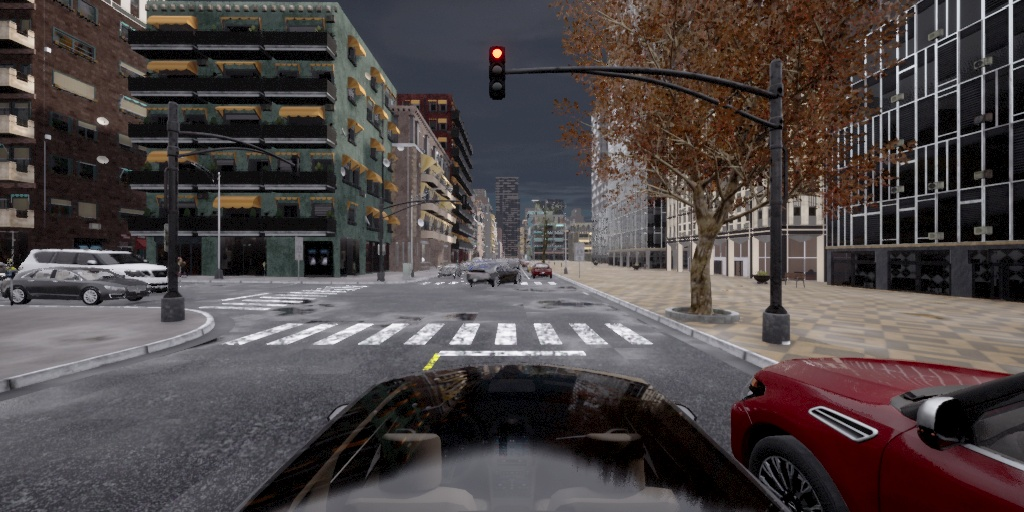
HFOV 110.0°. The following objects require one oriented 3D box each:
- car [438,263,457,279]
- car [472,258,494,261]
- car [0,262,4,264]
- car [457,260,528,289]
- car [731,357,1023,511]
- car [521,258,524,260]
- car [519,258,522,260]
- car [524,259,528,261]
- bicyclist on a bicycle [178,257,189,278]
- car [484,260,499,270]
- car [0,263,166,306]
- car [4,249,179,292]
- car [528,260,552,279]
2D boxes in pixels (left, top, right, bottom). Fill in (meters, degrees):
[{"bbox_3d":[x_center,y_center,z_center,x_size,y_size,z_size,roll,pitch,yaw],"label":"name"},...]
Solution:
[{"bbox_3d":[-5.694,1.313,33.044,2.007,1.370,4.403,0,0,0],"label":"car"},{"bbox_3d":[-3.097,1.241,34.332,1.882,1.535,5.008,0,0,0],"label":"car"},{"bbox_3d":[-33.191,0.869,21.835,4.403,1.370,2.007,0,0,-1],"label":"car"},{"bbox_3d":[-1.102,1.247,23.542,2.128,1.511,4.902,1,0,27],"label":"car"},{"bbox_3d":[2.692,1.065,0.658,2.192,1.841,5.009,0,0,0],"label":"car"},{"bbox_3d":[2.682,1.375,60.708,1.802,1.307,4.207,0,0,0],"label":"car"},{"bbox_3d":[0.092,1.382,51.187,1.895,1.301,4.718,0,0,0],"label":"car"},{"bbox_3d":[2.685,1.298,44.280,1.751,1.417,4.829,0,0,0],"label":"car"},{"bbox_3d":[-23.172,0.761,24.886,0.582,1.620,1.656,1,0,-1],"label":"bicyclist on a bicycle"},{"bbox_3d":[-3.090,1.333,54.693,2.033,1.411,5.357,0,0,0],"label":"car"},{"bbox_3d":[-16.436,1.091,13.626,4.403,1.370,2.007,0,0,-1],"label":"car"},{"bbox_3d":[-18.518,0.734,16.194,5.566,2.045,2.150,1,0,-1],"label":"car"},{"bbox_3d":[2.686,1.307,33.045,1.888,1.381,4.507,0,0,0],"label":"car"}]
